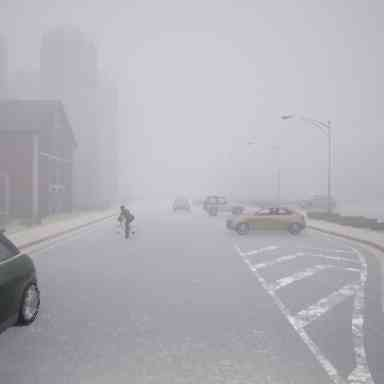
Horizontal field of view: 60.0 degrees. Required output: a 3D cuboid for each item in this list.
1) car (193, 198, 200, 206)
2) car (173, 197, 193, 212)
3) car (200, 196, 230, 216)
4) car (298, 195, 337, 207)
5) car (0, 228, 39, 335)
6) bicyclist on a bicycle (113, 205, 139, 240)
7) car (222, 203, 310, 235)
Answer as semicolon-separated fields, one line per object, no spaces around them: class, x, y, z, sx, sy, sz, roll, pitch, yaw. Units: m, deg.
car;2.263;1.480;55.851;4.611;1.667;2.242;0;0;-2
car;-1.243;1.601;38.568;1.895;1.301;4.718;0;0;-2
car;2.988;1.313;31.655;3.866;1.878;1.905;0;0;-2
car;15.931;1.310;42.238;4.605;1.855;1.932;0;0;-2
car;-3.703;1.352;3.991;2.097;1.767;4.553;0;0;-2
bicyclist on a bicycle;-3.144;1.455;15.709;1.656;1.620;0.582;-2;-1;32
car;3.960;1.506;18.196;4.193;1.474;1.816;0;0;-2
